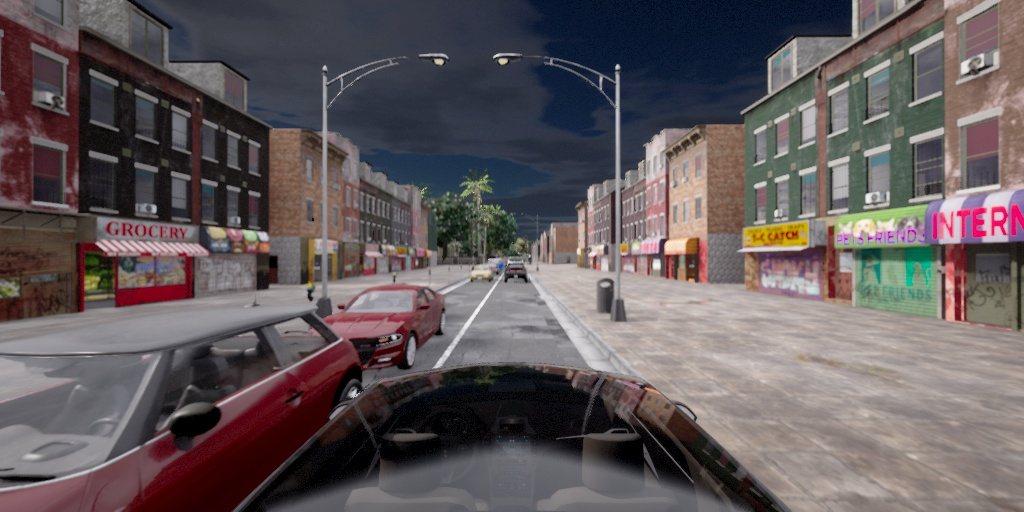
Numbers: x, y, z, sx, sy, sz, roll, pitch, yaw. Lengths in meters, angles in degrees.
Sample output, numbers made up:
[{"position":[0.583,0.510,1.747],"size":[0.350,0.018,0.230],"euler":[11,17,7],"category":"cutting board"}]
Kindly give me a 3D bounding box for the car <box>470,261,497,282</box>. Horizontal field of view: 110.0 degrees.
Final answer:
[{"position":[-2.419,1.357,29.516],"size":[1.751,1.417,4.829],"euler":[0,0,0],"category":"car"}]

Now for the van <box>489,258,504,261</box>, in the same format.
[{"position":[-2.282,1.243,46.076],"size":[1.690,1.789,3.998],"euler":[0,0,0],"category":"van"}]

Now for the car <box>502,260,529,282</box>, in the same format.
[{"position":[0.325,1.338,30.228],"size":[1.837,1.490,4.892],"euler":[0,0,0],"category":"car"}]

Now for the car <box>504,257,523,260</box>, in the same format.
[{"position":[0.449,1.118,45.150],"size":[2.150,2.045,5.566],"euler":[0,0,0],"category":"car"}]

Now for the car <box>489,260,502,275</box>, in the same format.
[{"position":[-2.327,1.459,40.612],"size":[1.802,1.307,4.207],"euler":[0,0,0],"category":"car"}]

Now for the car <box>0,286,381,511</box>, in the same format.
[{"position":[-2.644,1.191,2.367],"size":[1.967,1.591,4.097],"euler":[0,0,0],"category":"car"}]

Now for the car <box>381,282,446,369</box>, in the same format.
[{"position":[-2.599,1.312,7.831],"size":[1.888,1.381,4.507],"euler":[0,0,0],"category":"car"}]
